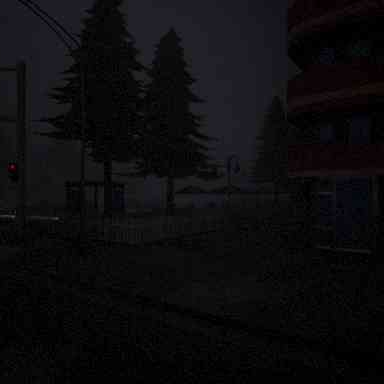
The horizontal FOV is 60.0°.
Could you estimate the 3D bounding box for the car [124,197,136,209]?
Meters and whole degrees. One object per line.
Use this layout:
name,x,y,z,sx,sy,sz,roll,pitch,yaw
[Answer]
car,-8.685,1.436,41.618,2.128,1.511,4.902,0,0,38

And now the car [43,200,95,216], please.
car,-11.377,1.449,32.128,1.837,1.490,4.892,0,0,36

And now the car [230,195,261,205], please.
car,8.706,1.296,53.024,4.553,1.767,2.097,0,0,-29

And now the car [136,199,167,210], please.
car,-4.359,1.508,41.477,1.994,1.385,4.181,0,0,40

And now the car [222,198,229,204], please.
car,7.256,1.296,56.217,4.553,1.767,2.097,0,0,-29

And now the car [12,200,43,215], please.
car,-14.941,1.492,33.201,2.033,1.411,5.357,0,0,36
